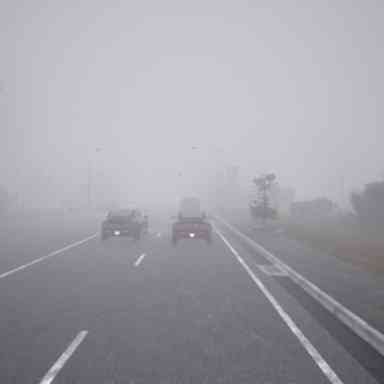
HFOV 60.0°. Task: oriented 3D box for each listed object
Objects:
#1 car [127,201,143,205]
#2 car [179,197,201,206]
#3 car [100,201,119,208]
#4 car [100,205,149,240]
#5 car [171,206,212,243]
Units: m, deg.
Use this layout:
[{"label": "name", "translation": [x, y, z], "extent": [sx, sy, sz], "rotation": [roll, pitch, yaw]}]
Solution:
[{"label": "car", "translation": [-7.420, 1.947, 43.483], "extent": [1.812, 1.442, 4.674], "rotation": [0, -1, 0]}, {"label": "car", "translation": [-0.222, 1.582, 37.369], "extent": [2.150, 2.045, 5.566], "rotation": [0, -1, -1]}, {"label": "car", "translation": [-10.920, 1.939, 44.465], "extent": [1.837, 1.490, 4.892], "rotation": [0, -1, 0]}, {"label": "car", "translation": [-3.527, 1.680, 17.978], "extent": [1.837, 1.490, 4.892], "rotation": [0, -1, -1]}, {"label": "car", "translation": [-0.019, 1.671, 17.132], "extent": [1.837, 1.490, 4.892], "rotation": [0, -1, -1]}]
